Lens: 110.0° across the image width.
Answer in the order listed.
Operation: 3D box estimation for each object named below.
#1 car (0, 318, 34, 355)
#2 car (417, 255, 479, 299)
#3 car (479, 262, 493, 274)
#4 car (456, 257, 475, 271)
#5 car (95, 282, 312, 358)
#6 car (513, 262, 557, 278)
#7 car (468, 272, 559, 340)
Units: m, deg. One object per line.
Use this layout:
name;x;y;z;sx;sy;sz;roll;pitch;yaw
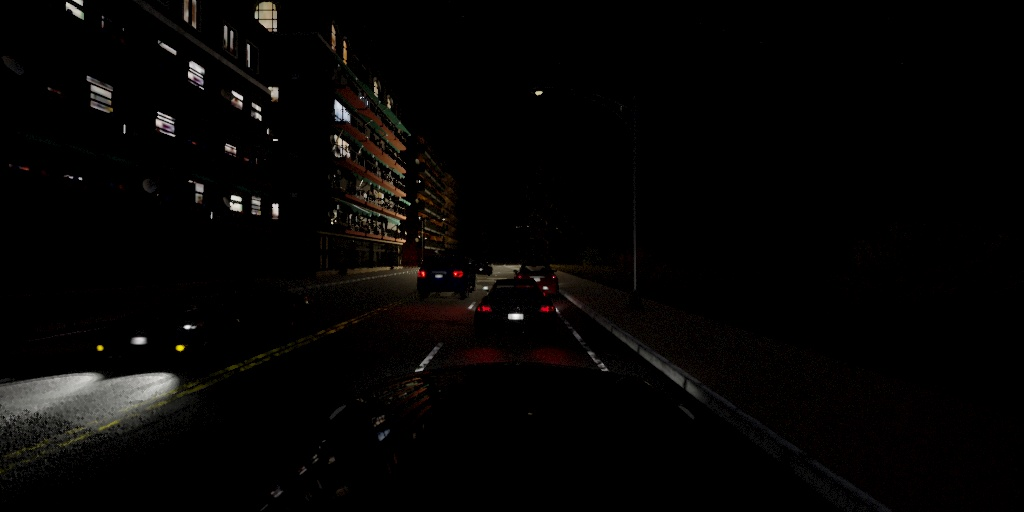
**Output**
car;-9.849;1.351;4.381;1.895;1.301;4.718;0;0;0
car;-3.141;0.972;18.063;2.150;2.045;5.566;0;0;0
car;-3.130;1.317;38.125;1.994;1.385;4.181;0;0;0
car;-6.570;1.103;51.030;2.097;1.767;4.553;0;0;0
car;-6.596;1.315;8.332;1.994;1.385;4.181;0;0;0
car;1.146;1.103;18.548;2.097;1.767;4.553;0;0;0
car;0.099;1.315;9.967;1.994;1.385;4.181;0;0;0
